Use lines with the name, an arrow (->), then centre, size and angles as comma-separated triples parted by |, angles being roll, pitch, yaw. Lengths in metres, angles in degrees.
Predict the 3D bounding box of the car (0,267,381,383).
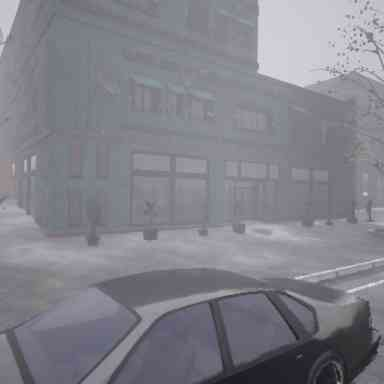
car -> -0.281, 1.551, 3.176 | 5.357, 1.411, 2.033 | 0, 0, -35
